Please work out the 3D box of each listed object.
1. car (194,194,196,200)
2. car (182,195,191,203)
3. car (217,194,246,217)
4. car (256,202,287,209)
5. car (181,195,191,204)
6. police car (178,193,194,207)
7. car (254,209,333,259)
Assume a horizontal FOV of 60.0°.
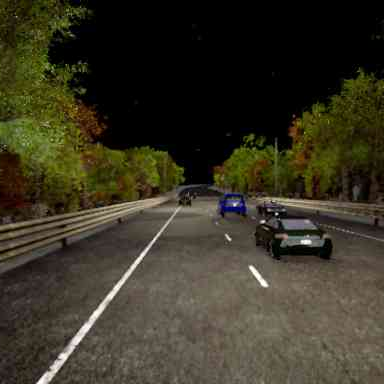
[{"bbox_3d":[0.032,1.154,85.623,1.882,1.535,5.008,0,0,0],"label":"car"},{"bbox_3d":[-1.025,1.348,66.538,1.801,1.575,5.366,0,0,0],"label":"car"},{"bbox_3d":[3.613,1.171,30.746,2.150,2.045,5.566,0,0,0],"label":"car"},{"bbox_3d":[7.113,1.552,30.238,1.895,1.301,4.718,0,0,0],"label":"car"},{"bbox_3d":[-1.027,1.408,60.346,1.837,1.490,4.892,0,0,0],"label":"car"},{"bbox_3d":[-1.031,1.344,50.453,1.930,1.638,5.238,0,0,0],"label":"police car"},{"bbox_3d":[3.606,1.543,12.511,1.994,1.385,4.181,0,0,0],"label":"car"}]
